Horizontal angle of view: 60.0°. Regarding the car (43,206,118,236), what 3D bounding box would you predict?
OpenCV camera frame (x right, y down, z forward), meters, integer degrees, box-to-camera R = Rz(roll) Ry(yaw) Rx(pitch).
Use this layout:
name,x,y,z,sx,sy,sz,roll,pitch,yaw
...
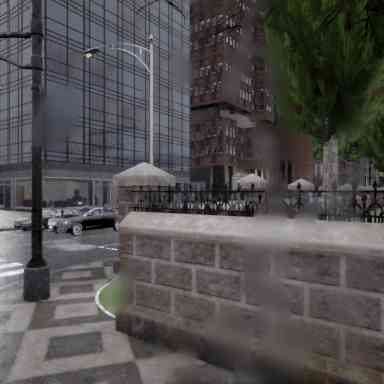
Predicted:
name,x,y,z,sx,sy,sz,roll,pitch,yaw
car,-5.881,1.576,19.211,2.128,1.511,4.902,0,0,36

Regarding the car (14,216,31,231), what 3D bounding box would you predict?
name,x,y,z,sx,sy,sz,roll,pitch,yaw
car,-8.440,1.632,20.220,2.008,1.369,4.403,0,-1,36
